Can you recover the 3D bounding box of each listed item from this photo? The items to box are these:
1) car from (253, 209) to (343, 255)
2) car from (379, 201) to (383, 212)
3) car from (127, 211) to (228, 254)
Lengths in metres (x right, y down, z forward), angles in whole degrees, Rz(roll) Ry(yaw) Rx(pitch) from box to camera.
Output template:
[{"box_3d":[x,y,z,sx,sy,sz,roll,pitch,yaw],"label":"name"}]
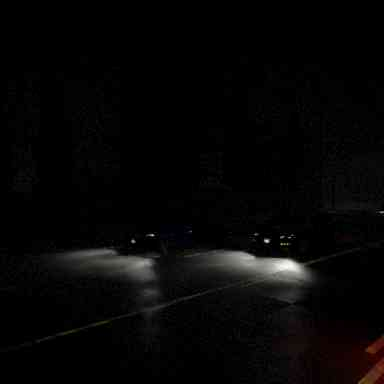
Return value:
[{"box_3d":[4.450,1.510,13.591,4.892,1.490,1.837,0,0,-43],"label":"car"},{"box_3d":[26.596,1.979,45.172,2.033,1.411,5.357,0,-2,29],"label":"car"},{"box_3d":[-0.452,1.530,13.801,4.674,1.442,1.812,0,0,-43],"label":"car"}]
